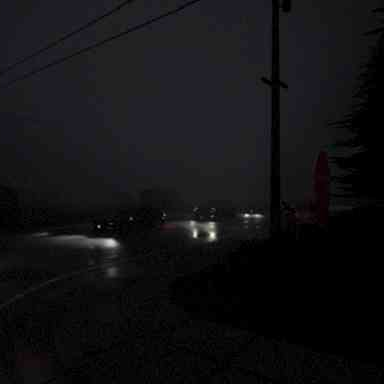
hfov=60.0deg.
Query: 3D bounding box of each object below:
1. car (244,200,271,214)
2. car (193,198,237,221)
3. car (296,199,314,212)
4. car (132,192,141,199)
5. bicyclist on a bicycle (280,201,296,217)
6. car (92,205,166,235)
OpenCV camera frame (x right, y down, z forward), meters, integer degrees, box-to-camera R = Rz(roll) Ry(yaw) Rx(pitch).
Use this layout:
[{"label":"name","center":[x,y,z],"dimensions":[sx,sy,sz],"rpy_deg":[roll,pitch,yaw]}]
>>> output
[{"label":"car","center":[7.515,1.572,36.121],"dimensions":[2.033,1.411,5.357],"rpy_deg":[0,0,33]},{"label":"car","center":[1.951,1.377,27.483],"dimensions":[2.097,1.767,4.553],"rpy_deg":[0,0,33]},{"label":"car","center":[13.532,1.518,38.662],"dimensions":[2.128,1.511,4.902],"rpy_deg":[0,0,33]},{"label":"car","center":[-14.504,1.109,86.937],"dimensions":[3.866,1.878,1.905],"rpy_deg":[-2,6,-11]},{"label":"bicyclist on a bicycle","center":[5.392,1.331,18.999],"dimensions":[1.656,1.620,0.582],"rpy_deg":[0,0,33]},{"label":"car","center":[-3.452,1.530,19.079],"dimensions":[1.837,1.490,4.892],"rpy_deg":[0,0,33]}]
